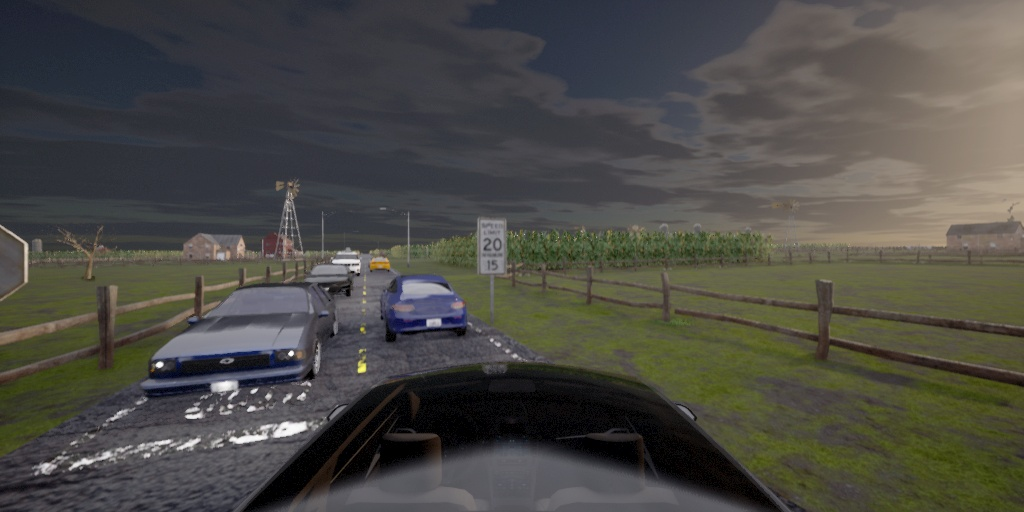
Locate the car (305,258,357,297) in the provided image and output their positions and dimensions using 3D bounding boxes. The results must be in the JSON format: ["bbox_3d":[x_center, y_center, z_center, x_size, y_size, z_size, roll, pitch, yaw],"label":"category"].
[{"bbox_3d":[-8.725,1.070,17.343,1.882,1.535,5.008,0,1,-22],"label":"car"}]

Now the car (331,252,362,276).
[{"bbox_3d":[-14.323,0.675,31.129,2.150,2.045,5.566,0,1,-22],"label":"car"}]

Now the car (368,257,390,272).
[{"bbox_3d":[-14.139,0.864,38.332,1.882,1.535,5.008,0,1,-21],"label":"car"}]

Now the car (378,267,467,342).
[{"bbox_3d":[-2.487,1.199,9.586,1.812,1.442,4.674,0,1,-22],"label":"car"}]

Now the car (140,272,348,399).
[{"bbox_3d":[-4.584,1.242,7.031,2.033,1.411,5.357,0,1,-21],"label":"car"}]
